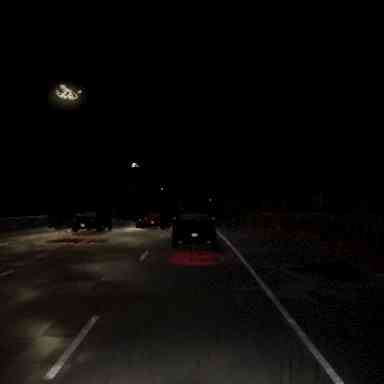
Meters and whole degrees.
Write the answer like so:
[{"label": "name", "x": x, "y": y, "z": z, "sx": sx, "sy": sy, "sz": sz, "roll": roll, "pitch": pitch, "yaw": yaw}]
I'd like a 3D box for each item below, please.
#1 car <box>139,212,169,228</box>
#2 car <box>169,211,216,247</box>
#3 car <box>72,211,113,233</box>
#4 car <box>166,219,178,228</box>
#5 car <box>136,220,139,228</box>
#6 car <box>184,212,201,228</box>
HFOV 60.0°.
[{"label": "car", "x": -3.406, "y": 2.624, "z": 30.905, "sx": 1.812, "sy": 1.442, "sz": 4.674, "roll": 0, "pitch": -5, "yaw": 0}, {"label": "car", "x": 0.098, "y": 1.657, "z": 15.927, "sx": 1.882, "sy": 1.535, "sz": 5.008, "roll": 0, "pitch": -2, "yaw": 0}, {"label": "car", "x": -6.905, "y": 2.050, "z": 23.340, "sx": 1.812, "sy": 1.442, "sz": 4.674, "roll": 0, "pitch": -3, "yaw": 0}, {"label": "car", "x": -3.410, "y": 5.571, "z": 58.042, "sx": 1.812, "sy": 1.442, "sz": 4.674, "roll": 0, "pitch": -6, "yaw": 0}, {"label": "car", "x": -6.911, "y": 4.552, "z": 48.617, "sx": 2.033, "sy": 1.411, "sz": 5.357, "roll": 0, "pitch": -6, "yaw": 0}, {"label": "car", "x": 0.091, "y": 3.993, "z": 46.479, "sx": 2.150, "sy": 2.045, "sz": 5.566, "roll": 0, "pitch": -6, "yaw": 0}]
